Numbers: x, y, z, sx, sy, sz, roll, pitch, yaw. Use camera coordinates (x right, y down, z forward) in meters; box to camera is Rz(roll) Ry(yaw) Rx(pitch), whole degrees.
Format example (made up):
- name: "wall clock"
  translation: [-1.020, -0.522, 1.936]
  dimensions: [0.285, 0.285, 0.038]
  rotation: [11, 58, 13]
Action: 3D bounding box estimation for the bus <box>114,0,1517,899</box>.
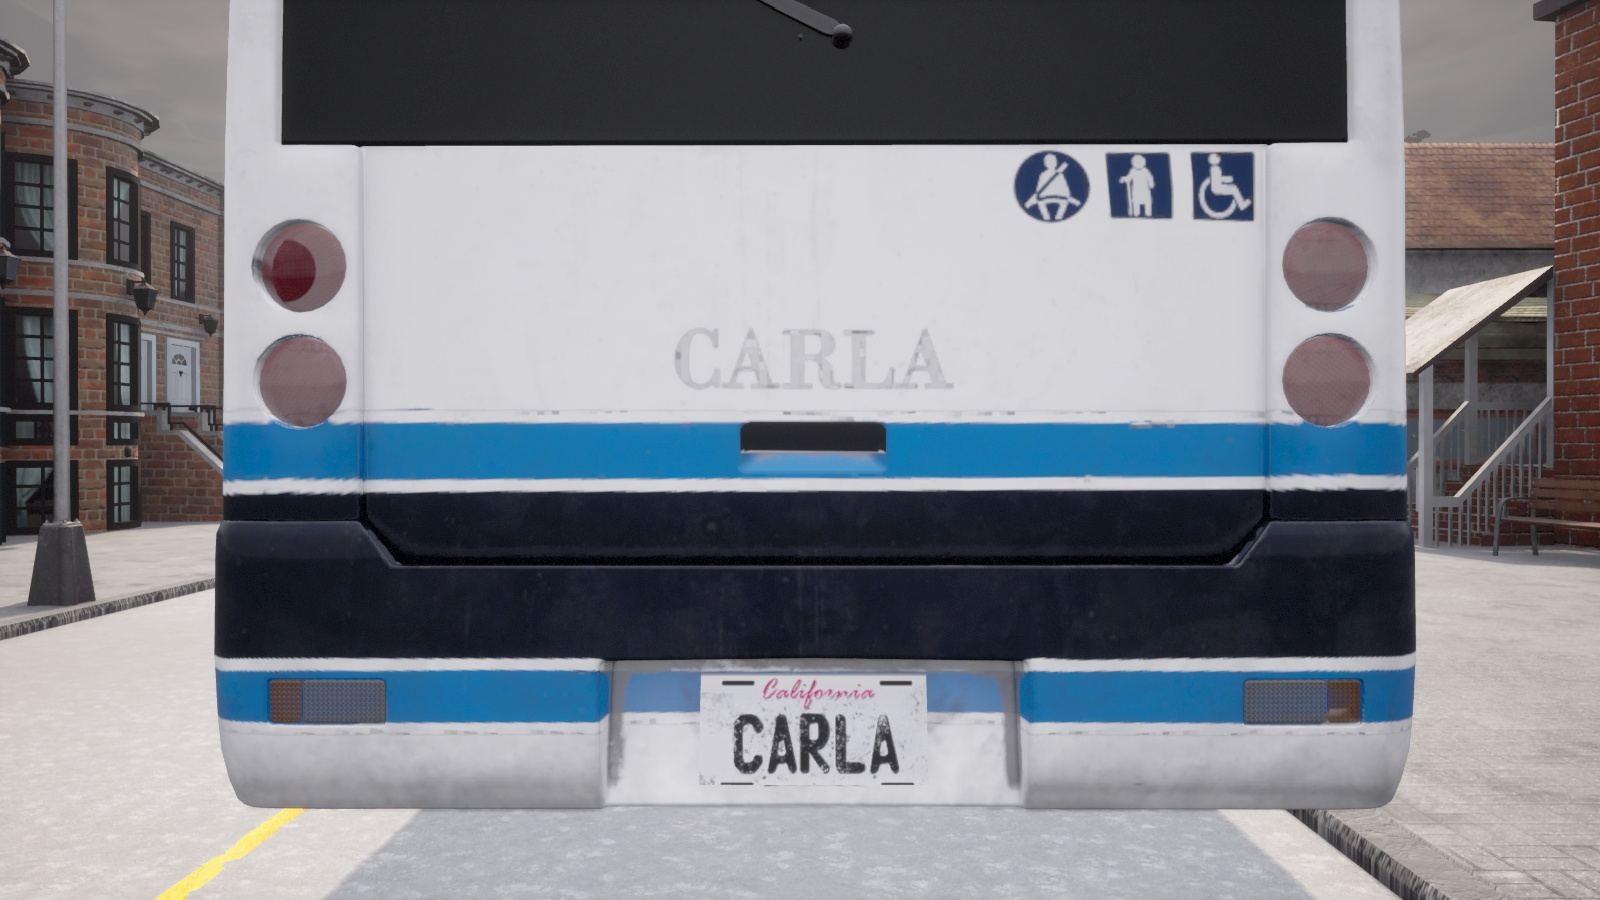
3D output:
- name: "bus"
  translation: [0.066, -0.679, 8.669]
  dimensions: [3.944, 4.253, 10.273]
  rotation: [0, 0, 0]
